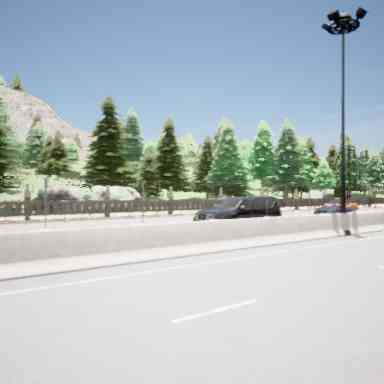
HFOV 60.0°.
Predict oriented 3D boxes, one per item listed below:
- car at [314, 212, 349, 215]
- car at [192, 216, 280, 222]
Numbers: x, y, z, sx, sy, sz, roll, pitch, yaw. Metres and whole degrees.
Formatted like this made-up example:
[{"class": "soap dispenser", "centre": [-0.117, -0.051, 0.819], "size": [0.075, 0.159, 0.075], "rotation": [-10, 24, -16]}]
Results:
[{"class": "car", "centre": [13.051, 1.692, 30.374], "size": [4.181, 1.385, 1.994], "rotation": [0, 0, -35]}, {"class": "car", "centre": [2.688, 1.278, 18.753], "size": [5.566, 2.045, 2.150], "rotation": [0, 0, -35]}]
